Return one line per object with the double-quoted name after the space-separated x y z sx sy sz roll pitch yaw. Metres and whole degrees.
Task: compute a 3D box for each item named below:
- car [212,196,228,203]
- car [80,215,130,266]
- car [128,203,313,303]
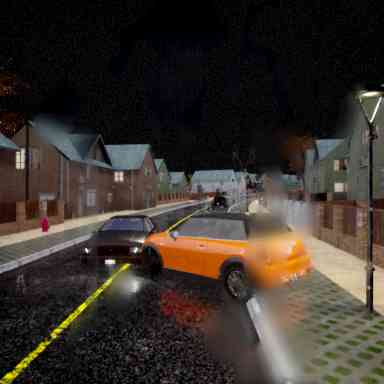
3.702 1.280 44.134 1.812 1.442 4.674 0 1 11 "car"
-2.249 1.531 11.819 2.033 1.411 5.357 0 0 0 "car"
0.582 1.308 8.563 2.097 1.767 4.553 -2 0 -42 "car"
